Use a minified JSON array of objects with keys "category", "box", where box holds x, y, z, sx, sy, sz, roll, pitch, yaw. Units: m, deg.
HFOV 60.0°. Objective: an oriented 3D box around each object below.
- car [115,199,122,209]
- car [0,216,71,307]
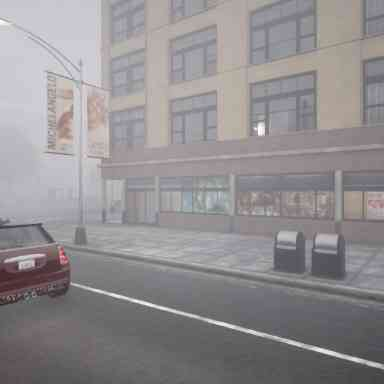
[{"category":"car","box":[-8.232,1.491,45.439,2.128,1.511,4.902,0,0,36]},{"category":"car","box":[-4.763,1.352,7.369,4.553,1.767,2.097,0,0,36]}]
